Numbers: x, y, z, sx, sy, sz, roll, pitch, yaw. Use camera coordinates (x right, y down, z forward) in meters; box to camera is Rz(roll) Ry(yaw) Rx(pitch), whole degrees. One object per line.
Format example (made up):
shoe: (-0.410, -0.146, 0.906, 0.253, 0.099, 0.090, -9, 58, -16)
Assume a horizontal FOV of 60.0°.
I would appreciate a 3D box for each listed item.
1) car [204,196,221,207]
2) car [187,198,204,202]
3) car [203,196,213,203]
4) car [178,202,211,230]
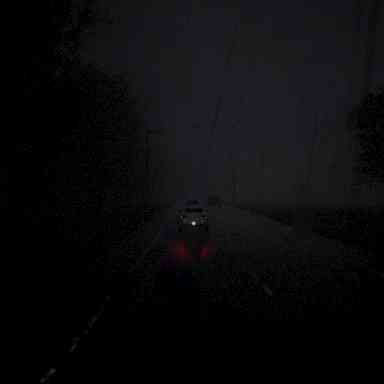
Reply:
car: (3.597, 1.506, 55.844, 2.097, 1.767, 4.553, 0, 0, 0)
car: (0.096, 1.657, 39.750, 2.033, 1.411, 5.357, 0, 0, 0)
car: (3.496, 1.705, 73.448, 1.837, 1.490, 4.892, 0, 0, 0)
car: (0.098, 1.584, 21.480, 1.812, 1.442, 4.674, 0, 0, 0)
